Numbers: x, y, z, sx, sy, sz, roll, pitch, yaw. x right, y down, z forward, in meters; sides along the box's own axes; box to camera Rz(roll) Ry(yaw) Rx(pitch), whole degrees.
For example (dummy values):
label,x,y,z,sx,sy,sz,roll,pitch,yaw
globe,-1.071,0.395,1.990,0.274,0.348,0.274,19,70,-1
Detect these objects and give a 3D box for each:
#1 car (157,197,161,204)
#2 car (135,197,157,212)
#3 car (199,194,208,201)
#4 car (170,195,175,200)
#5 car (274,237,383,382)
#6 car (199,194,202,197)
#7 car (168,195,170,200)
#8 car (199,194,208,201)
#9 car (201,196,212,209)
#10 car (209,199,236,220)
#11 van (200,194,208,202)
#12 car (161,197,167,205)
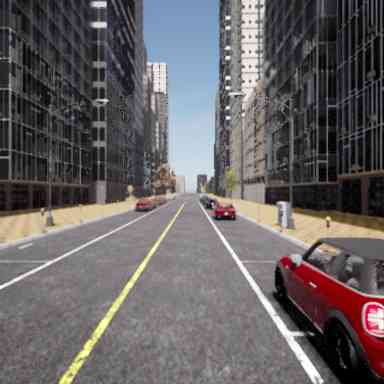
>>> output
label,x,y,z,sx,sy,sz,roll,pitch,yaw
car,-5.695,1.580,45.323,1.802,1.307,4.206,0,0,0
car,-5.694,1.546,39.630,1.887,1.381,4.507,0,0,0
car,2.685,1.556,56.701,1.947,1.339,4.313,0,0,0
car,-5.700,1.470,90.694,1.752,1.417,4.829,0,0,0
car,2.690,1.443,5.470,1.967,1.590,4.097,0,0,0
car,2.684,1.544,68.085,1.947,1.339,4.313,0,0,0
car,-5.697,1.550,62.401,1.947,1.339,4.313,0,0,0
car,2.683,1.404,79.470,1.967,1.590,4.097,0,0,0
car,2.686,1.564,45.317,1.947,1.339,4.313,0,0,0
car,2.688,1.552,28.240,1.887,1.381,4.507,0,0,0
van,2.684,1.312,73.779,1.690,1.788,3.998,0,0,0
car,-5.696,1.534,56.708,1.887,1.381,4.507,0,0,0
